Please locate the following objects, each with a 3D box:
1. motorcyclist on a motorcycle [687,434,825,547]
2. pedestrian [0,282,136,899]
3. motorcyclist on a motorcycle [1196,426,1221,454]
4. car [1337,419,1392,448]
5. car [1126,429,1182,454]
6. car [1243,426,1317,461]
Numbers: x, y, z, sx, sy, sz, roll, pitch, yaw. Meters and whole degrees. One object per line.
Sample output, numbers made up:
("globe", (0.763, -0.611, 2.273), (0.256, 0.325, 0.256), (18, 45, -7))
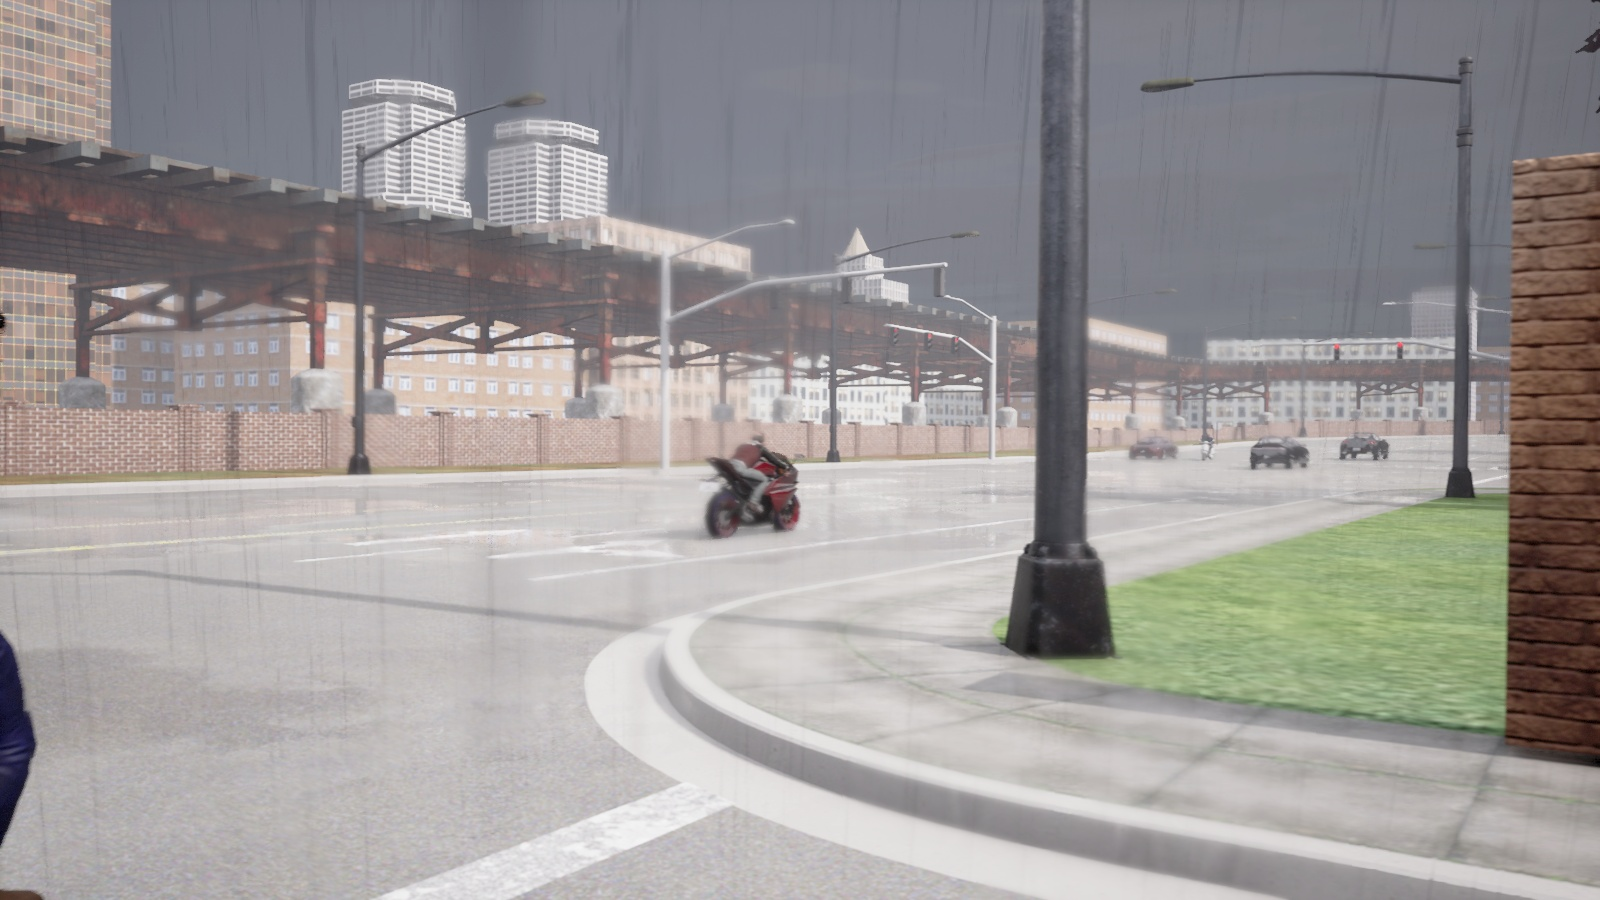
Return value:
("motorcyclist on a motorcycle", (-0.609, 0.545, 18.352), (0.866, 1.530, 2.191), (0, 1, 35))
("pedestrian", (-2.372, 0.517, 3.505), (0.423, 1.949, 0.788), (0, 1, 31))
("motorcyclist on a motorcycle", (23.701, -0.600, 72.876), (0.866, 1.590, 1.817), (0, 2, 35))
("car", (34.101, -1.020, 75.772), (2.152, 1.651, 5.027), (0, 2, 34))
("car", (21.354, -0.507, 75.674), (1.994, 1.385, 4.181), (0, 1, 35))
("car", (22.406, -0.317, 58.523), (2.128, 1.511, 4.902), (0, 1, 34))
